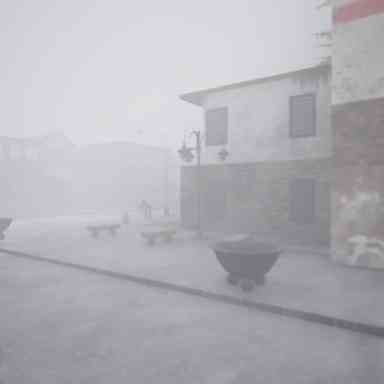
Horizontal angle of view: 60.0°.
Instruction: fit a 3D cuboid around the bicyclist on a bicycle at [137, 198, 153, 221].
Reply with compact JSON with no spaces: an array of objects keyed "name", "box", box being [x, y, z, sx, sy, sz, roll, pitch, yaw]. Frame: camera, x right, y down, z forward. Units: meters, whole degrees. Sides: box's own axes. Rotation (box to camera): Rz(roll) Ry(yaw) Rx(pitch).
[{"name":"bicyclist on a bicycle","box":[-3.455,1.293,24.309,1.656,1.620,0.582,0,0,35]}]
